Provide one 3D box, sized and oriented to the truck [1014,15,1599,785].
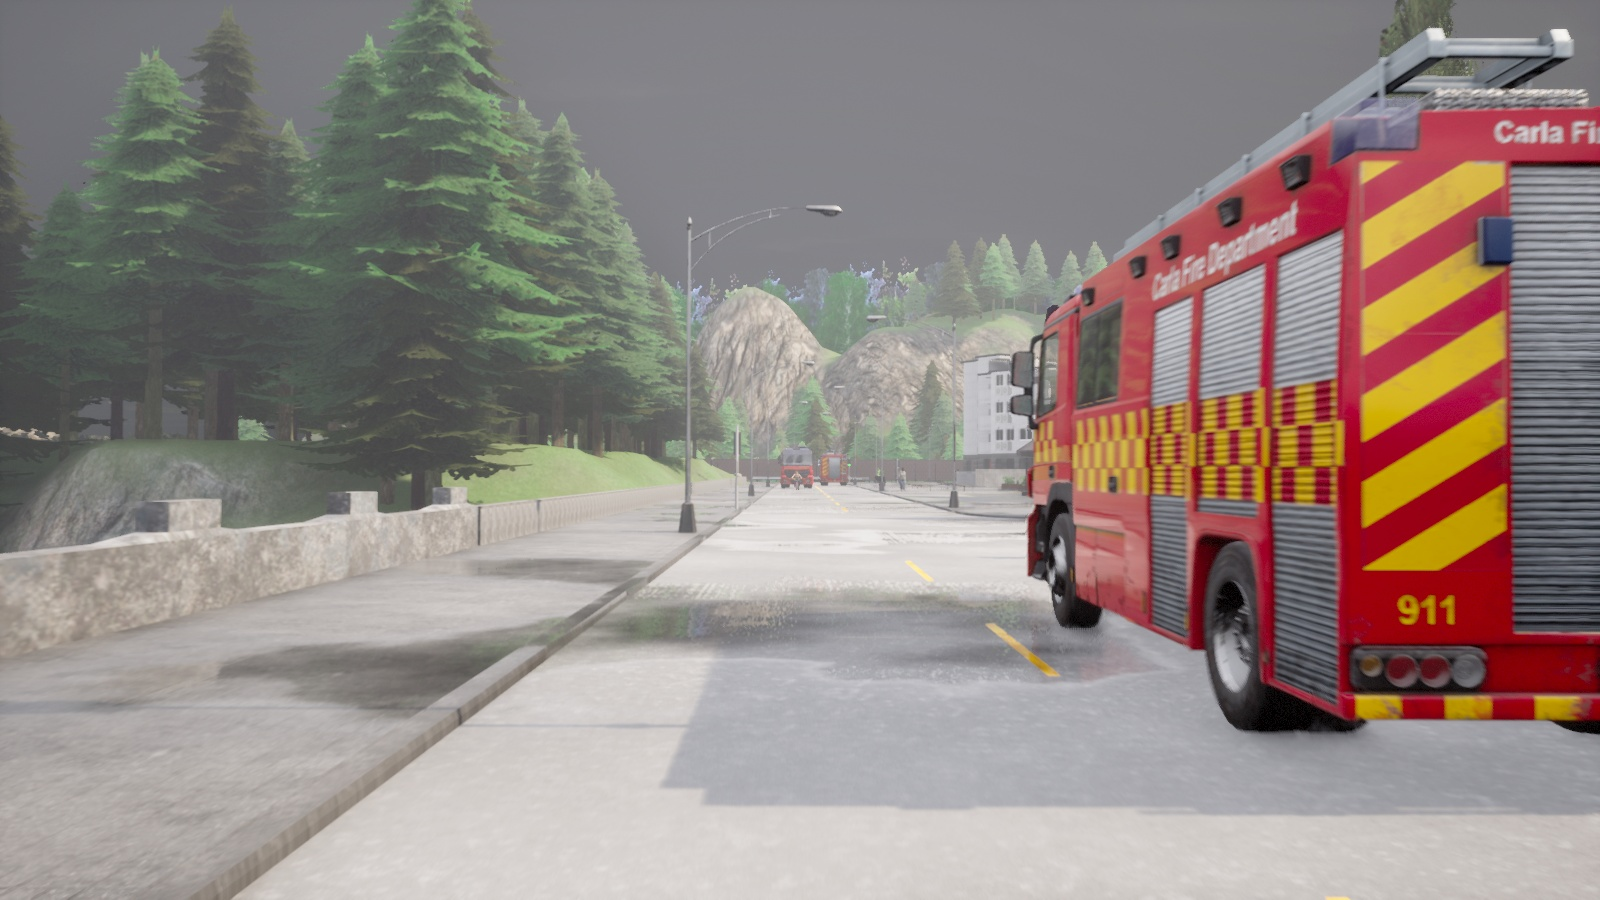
[{"bbox_3d":[3.971,-0.191,10.475,2.891,3.827,8.468,0,-1,0],"label":"truck"}]
